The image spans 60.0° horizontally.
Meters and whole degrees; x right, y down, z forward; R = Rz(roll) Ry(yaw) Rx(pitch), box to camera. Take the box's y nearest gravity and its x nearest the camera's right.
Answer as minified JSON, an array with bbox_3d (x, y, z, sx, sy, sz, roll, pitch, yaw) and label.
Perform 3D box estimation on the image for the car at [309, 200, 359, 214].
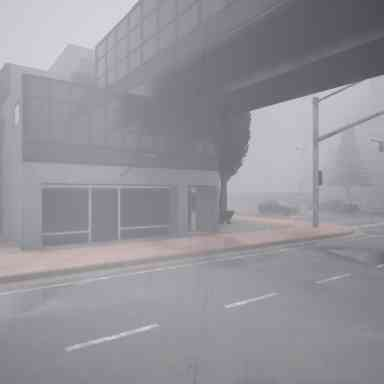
[{"bbox_3d":[15.336,1.547,36.217,2.033,1.411,5.357,0,0,-28],"label":"car"}]

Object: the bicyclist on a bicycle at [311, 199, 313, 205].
[{"bbox_3d":[15.798,1.301,42.775,1.656,1.620,0.582,0,0,-36],"label":"bicyclist on a bicycle"}]

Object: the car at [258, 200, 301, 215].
[{"bbox_3d":[8.765,1.526,33.745,1.812,1.442,4.674,0,0,-36],"label":"car"}]
